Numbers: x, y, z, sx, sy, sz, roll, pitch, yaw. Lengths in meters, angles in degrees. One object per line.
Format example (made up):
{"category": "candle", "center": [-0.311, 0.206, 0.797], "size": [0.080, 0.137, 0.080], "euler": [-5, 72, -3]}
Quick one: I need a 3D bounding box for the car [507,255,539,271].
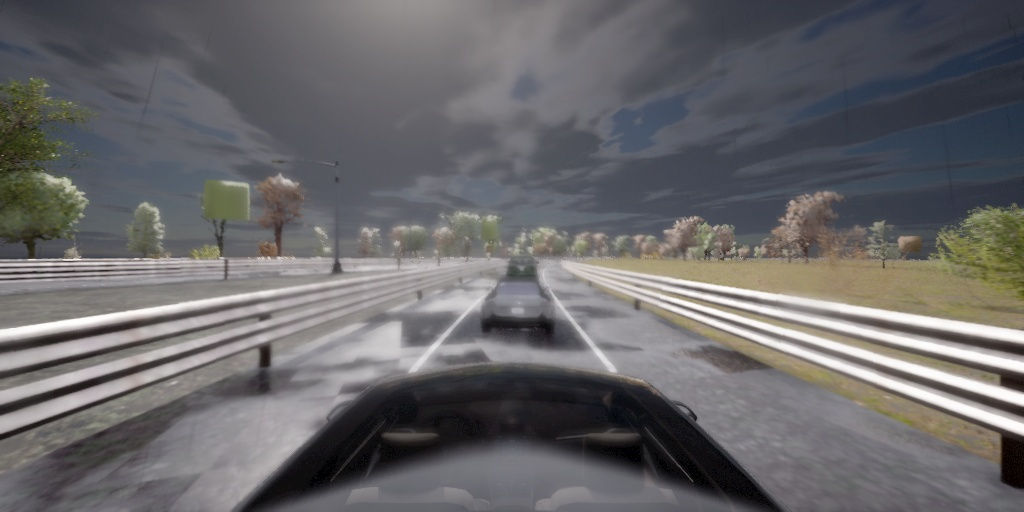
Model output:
{"category": "car", "center": [0.832, 0.961, 26.766], "size": [2.150, 2.045, 5.566], "euler": [0, 0, 4]}

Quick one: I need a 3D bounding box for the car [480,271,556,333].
{"category": "car", "center": [0.185, 1.309, 10.734], "size": [1.994, 1.385, 4.181], "euler": [0, 0, 1]}
